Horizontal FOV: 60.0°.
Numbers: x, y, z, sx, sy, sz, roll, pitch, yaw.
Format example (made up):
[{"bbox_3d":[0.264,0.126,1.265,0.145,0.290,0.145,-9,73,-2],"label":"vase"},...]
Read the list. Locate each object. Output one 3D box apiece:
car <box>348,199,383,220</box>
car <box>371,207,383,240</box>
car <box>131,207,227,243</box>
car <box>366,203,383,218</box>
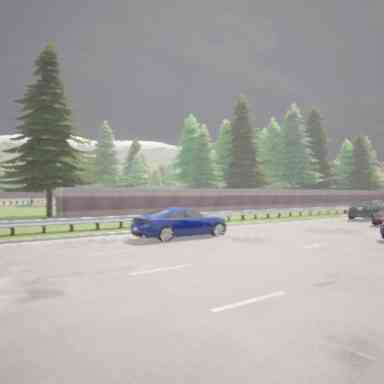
[{"bbox_3d":[14.824,1.389,27.213,4.553,1.767,2.097,0,0,-35],"label":"car"},{"bbox_3d":[10.603,1.549,15.597,4.674,1.442,1.812,0,0,-35],"label":"car"},{"bbox_3d":[-0.498,1.491,16.283,5.008,1.535,1.882,0,0,-35],"label":"car"},{"bbox_3d":[13.825,1.597,22.191,4.181,1.385,1.994,0,0,-35],"label":"car"}]
